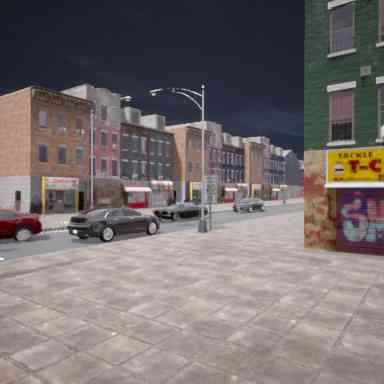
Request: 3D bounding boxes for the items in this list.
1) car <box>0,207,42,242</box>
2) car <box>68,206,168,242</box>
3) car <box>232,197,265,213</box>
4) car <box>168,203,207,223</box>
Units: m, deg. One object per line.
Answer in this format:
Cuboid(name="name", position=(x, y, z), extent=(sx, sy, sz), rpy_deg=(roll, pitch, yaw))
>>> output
Cuboid(name="car", position=(-9.038, 1.430, 14.092), extent=(1.882, 1.535, 5.008), rpy_deg=(0, 1, 41))
Cuboid(name="car", position=(-3.586, 1.443, 16.197), extent=(1.837, 1.490, 4.892), rpy_deg=(0, 0, 36))
Cuboid(name="car", position=(5.911, 1.327, 34.329), extent=(1.837, 1.490, 4.892), rpy_deg=(0, 0, 36))
Cuboid(name="car", position=(-0.908, 1.483, 24.837), extent=(1.895, 1.301, 4.718), rpy_deg=(0, 0, 36))
